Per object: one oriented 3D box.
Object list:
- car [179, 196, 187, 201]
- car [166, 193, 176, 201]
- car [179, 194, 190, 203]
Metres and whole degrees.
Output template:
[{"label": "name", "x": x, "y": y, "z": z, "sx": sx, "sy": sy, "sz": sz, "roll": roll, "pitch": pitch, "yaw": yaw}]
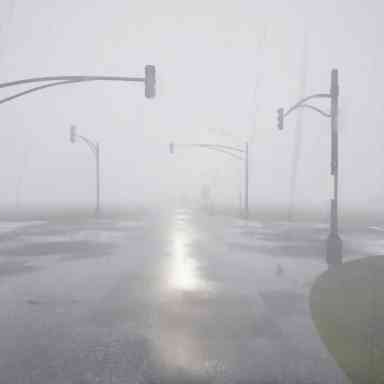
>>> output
[{"label": "car", "x": -2.219, "y": 1.559, "z": 80.003, "sx": 1.895, "sy": 1.301, "sz": 4.718, "roll": 0, "pitch": 0, "yaw": -4}, {"label": "car", "x": -4.604, "y": 1.013, "z": 74.022, "sx": 2.097, "sy": 1.767, "sz": 4.553, "roll": 0, "pitch": 0, "yaw": -3}, {"label": "car", "x": -1.617, "y": 1.384, "z": 69.929, "sx": 2.097, "sy": 1.767, "sz": 4.553, "roll": 0, "pitch": 0, "yaw": -3}]
